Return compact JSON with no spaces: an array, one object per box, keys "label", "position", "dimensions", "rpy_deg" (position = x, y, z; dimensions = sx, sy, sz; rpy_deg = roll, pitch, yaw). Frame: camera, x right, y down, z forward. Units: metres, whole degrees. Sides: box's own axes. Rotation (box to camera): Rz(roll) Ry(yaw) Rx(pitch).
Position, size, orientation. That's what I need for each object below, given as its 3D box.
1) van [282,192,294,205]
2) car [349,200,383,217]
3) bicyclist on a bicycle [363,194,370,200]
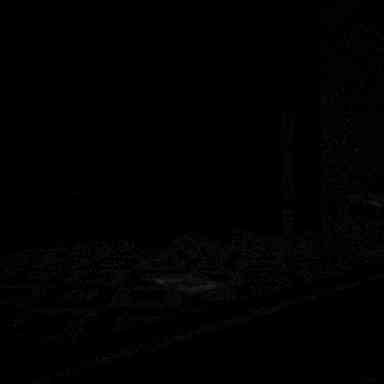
[{"label":"van","position":[12.289,0.930,46.600],"dimensions":[1.690,1.788,3.998],"rpy_deg":[1,0,-36]},{"label":"car","position":[14.856,1.367,28.326],"dimensions":[2.008,1.369,4.403],"rpy_deg":[1,0,-36]},{"label":"bicyclist on a bicycle","position":[20.878,1.030,39.656],"dimensions":[1.656,1.620,0.582],"rpy_deg":[0,1,-36]}]
